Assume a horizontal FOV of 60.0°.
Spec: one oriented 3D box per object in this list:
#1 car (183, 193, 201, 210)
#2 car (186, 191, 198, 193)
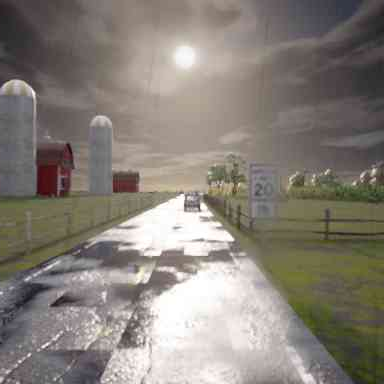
[{"bbox_3d":[0.012,1.221,37.489,2.128,1.511,4.902,0,0,0],"label":"car"},{"bbox_3d":[0.015,0.880,47.949,2.150,2.045,5.566,0,0,0],"label":"car"}]
